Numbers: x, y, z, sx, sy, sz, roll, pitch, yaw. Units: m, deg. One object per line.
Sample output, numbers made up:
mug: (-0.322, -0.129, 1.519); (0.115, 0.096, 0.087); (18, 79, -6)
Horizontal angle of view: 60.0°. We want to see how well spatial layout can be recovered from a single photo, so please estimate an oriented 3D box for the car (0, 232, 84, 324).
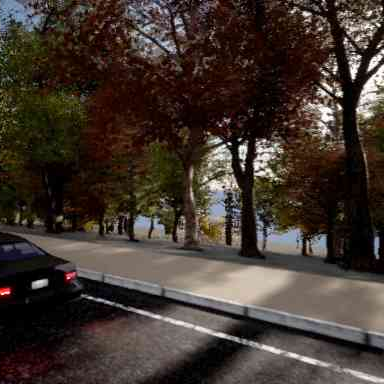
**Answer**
car: (-4.536, 1.555, 6.916); (5.357, 1.411, 2.033); (0, 0, 36)
